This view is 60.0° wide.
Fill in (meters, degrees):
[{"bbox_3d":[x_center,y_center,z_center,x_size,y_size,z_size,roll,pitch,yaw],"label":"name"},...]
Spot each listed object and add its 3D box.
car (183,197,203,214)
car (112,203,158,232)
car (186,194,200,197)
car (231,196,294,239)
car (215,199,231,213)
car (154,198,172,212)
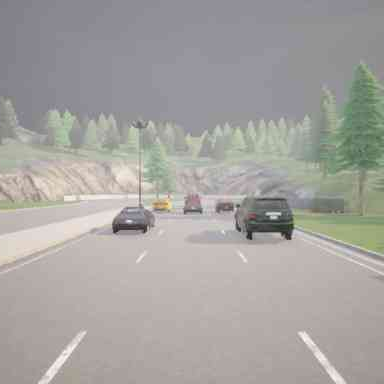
[{"bbox_3d":[0.106,1.563,35.197,1.994,1.385,4.181,0,0,0],"label":"car"},{"bbox_3d":[-3.396,1.564,19.898,1.994,1.385,4.181,0,0,0],"label":"car"},{"bbox_3d":[0.102,1.221,44.615,2.150,2.045,5.566,0,0,0],"label":"car"},{"bbox_3d":[3.604,1.221,17.358,2.150,2.045,5.566,0,0,0],"label":"car"},{"bbox_3d":[3.608,1.477,37.217,1.882,1.535,5.008,0,0,0],"label":"car"},{"bbox_3d":[-3.392,1.477,38.438,1.882,1.535,5.008,0,0,0],"label":"car"}]
